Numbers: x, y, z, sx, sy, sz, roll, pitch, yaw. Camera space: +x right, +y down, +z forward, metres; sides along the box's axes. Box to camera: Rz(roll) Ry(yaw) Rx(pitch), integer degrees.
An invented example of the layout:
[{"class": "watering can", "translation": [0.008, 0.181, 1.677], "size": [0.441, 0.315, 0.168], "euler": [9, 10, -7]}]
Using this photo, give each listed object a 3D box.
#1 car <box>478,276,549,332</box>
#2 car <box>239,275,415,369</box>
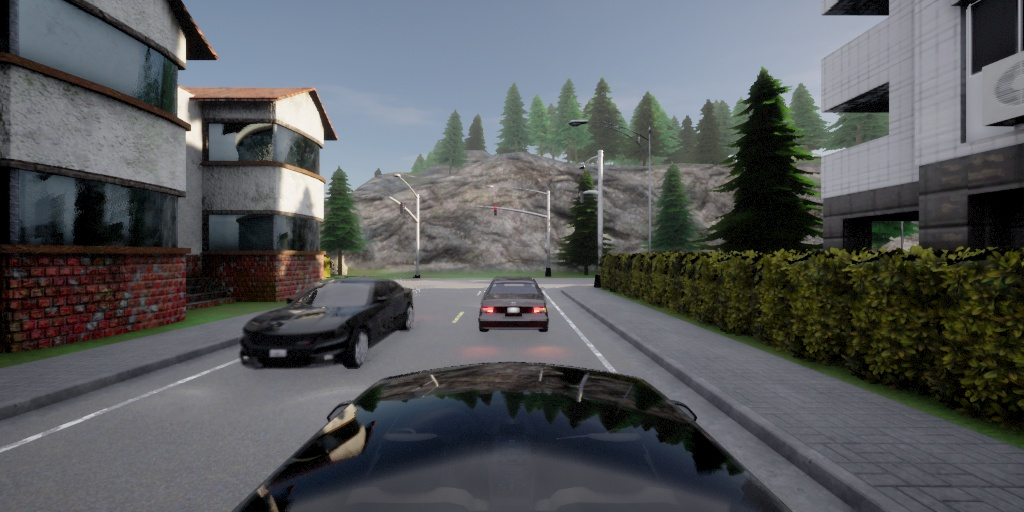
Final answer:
[{"class": "car", "translation": [0.055, 1.297, 10.810], "size": [2.033, 1.411, 5.357], "euler": [0, 0, 1]}, {"class": "car", "translation": [-3.628, 1.227, 8.037], "size": [1.882, 1.535, 5.008], "euler": [0, 0, 0]}]
